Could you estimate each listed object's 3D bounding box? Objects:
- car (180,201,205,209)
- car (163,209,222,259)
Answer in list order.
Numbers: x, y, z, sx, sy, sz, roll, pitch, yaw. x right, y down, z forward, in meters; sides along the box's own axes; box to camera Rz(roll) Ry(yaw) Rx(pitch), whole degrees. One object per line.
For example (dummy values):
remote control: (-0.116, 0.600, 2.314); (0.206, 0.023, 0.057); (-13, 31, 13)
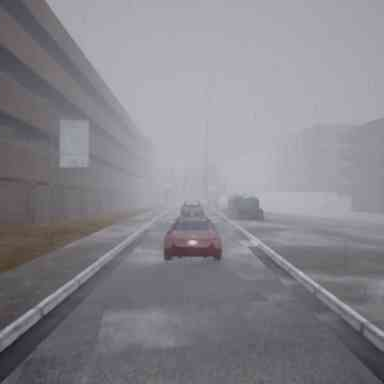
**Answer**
car: (0.033, 1.456, 27.561); (2.128, 1.511, 4.902); (0, 0, 1)
car: (0.038, 1.558, 12.540); (1.994, 1.385, 4.181); (0, 0, 1)
